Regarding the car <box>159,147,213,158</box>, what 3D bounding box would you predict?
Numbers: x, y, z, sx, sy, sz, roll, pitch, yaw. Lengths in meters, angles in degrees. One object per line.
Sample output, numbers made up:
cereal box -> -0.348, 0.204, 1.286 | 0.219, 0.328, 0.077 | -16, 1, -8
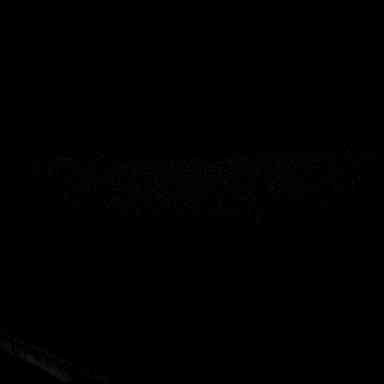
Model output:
car -> -0.199, -3.250, 29.482 | 4.674, 1.452, 2.002 | 1, 0, 28

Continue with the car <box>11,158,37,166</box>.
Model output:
car -> -19.526, -3.445, 40.634 | 4.674, 1.452, 2.002 | 1, 0, 33

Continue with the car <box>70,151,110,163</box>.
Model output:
car -> -10.059, -3.514, 34.891 | 4.553, 1.767, 2.185 | 1, 0, 31

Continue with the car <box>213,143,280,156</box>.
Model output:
car -> 4.633, -3.241, 27.025 | 4.892, 1.521, 2.231 | 1, 0, 27

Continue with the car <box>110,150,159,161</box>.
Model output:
car -> -5.064, -3.309, 32.090 | 4.792, 1.488, 2.163 | 1, 0, 29

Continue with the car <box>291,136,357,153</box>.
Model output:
car -> 9.714, -3.298, 24.583 | 4.553, 1.767, 2.185 | 1, 0, 26

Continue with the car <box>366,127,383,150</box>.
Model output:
car -> 14.815, -3.332, 22.244 | 5.566, 2.045, 2.435 | 1, 1, 25

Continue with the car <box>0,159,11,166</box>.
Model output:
car -> -24.174, -3.528, 43.663 | 4.892, 1.521, 2.231 | 0, 0, 34

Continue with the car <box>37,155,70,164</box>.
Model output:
car -> -14.813, -3.437, 37.706 | 5.008, 1.535, 2.097 | 1, 0, 32
